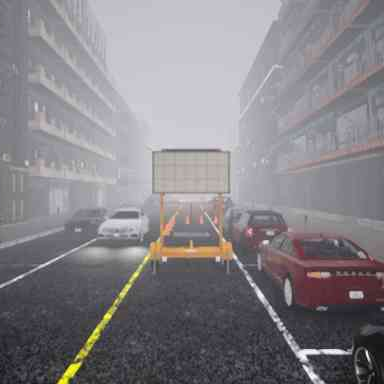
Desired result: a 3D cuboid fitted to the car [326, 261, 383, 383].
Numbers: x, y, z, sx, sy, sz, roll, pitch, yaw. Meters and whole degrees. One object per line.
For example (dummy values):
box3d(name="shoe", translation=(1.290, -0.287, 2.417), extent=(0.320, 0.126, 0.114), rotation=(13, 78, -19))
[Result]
box3d(name="car", translation=(2.686, 1.565, 2.013), extent=(1.947, 1.339, 4.313), rotation=(0, 0, 0))

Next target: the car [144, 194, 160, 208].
box3d(name="car", translation=(-5.787, 1.403, 47.091), extent=(1.967, 1.590, 4.097), rotation=(0, 0, 0))

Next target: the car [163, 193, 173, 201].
box3d(name="car", translation=(-5.856, 1.242, 80.909), extent=(2.192, 1.841, 5.009), rotation=(0, 0, 0))

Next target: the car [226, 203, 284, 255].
box3d(name="car", translation=(2.664, 1.432, 13.286), extent=(1.967, 1.590, 4.097), rotation=(0, 0, 0))

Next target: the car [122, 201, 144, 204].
box3d(name="car", translation=(-5.752, 1.504, 30.010), extent=(1.752, 1.417, 4.829), rotation=(0, 0, 0))

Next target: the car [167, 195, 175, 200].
box3d(name="car", translation=(-5.880, 1.459, 92.182), extent=(1.887, 1.381, 4.507), rotation=(0, 0, 0))

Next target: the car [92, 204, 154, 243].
box3d(name="car", translation=(-3.134, 1.515, 16.119), extent=(1.812, 1.442, 4.674), rotation=(0, 0, 0))

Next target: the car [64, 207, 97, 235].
box3d(name="car", translation=(-5.729, 1.554, 18.907), extent=(1.947, 1.339, 4.313), rotation=(0, 0, 0))

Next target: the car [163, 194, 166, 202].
box3d(name="car", translation=(-5.798, 1.272, 52.727), extent=(2.192, 1.841, 5.009), rotation=(0, 0, 0))

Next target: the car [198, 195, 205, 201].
box3d(name="car", translation=(2.523, 1.452, 81.092), extent=(1.752, 1.417, 4.829), rotation=(0, 0, 0))

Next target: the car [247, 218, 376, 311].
box3d(name="car", translation=(2.675, 1.540, 7.649), extent=(1.887, 1.381, 4.507), rotation=(0, 0, 0))

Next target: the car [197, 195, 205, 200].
box3d(name="car", translation=(2.500, 1.459, 92.195), extent=(1.887, 1.381, 4.507), rotation=(0, 0, 0))

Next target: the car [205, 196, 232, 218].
box3d(name="car", translation=(2.630, 1.294, 30.194), extent=(2.192, 1.841, 5.009), rotation=(0, 0, 0))

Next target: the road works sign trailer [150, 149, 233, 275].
box3d(name="road works sign trailer", translation=(-0.022, 0.458, 10.412), extent=(2.380, 3.560, 2.880), rotation=(0, 0, 0))

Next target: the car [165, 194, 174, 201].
box3d(name="car", translation=(-5.869, 1.361, 86.544), extent=(1.967, 1.590, 4.097), rotation=(0, 0, 0))

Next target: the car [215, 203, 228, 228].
box3d(name="car", translation=(2.652, 1.538, 18.921), extent=(2.008, 1.369, 4.403), rotation=(0, 0, 0))

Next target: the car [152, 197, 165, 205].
box3d(name="car", translation=(-5.811, 1.533, 58.364), extent=(1.802, 1.307, 4.206), rotation=(0, 0, 0))

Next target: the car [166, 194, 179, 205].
box3d(name="car", translation=(-3.201, 1.500, 57.265), extent=(2.033, 1.411, 5.357), rotation=(0, 0, 0))
